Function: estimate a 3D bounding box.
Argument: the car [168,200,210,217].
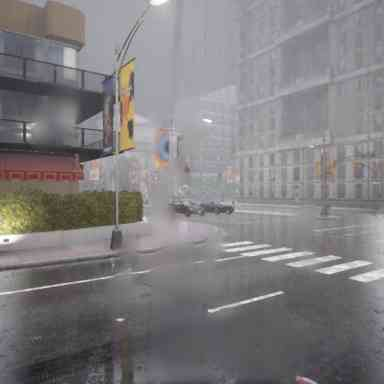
[{"bbox_3d":[-0.647,1.526,32.065,1.812,1.442,4.674,0,0,-35],"label":"car"}]

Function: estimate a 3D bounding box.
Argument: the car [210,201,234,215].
[{"bbox_3d":[2.204,1.601,34.094,1.895,1.301,4.718,0,0,-35],"label":"car"}]
